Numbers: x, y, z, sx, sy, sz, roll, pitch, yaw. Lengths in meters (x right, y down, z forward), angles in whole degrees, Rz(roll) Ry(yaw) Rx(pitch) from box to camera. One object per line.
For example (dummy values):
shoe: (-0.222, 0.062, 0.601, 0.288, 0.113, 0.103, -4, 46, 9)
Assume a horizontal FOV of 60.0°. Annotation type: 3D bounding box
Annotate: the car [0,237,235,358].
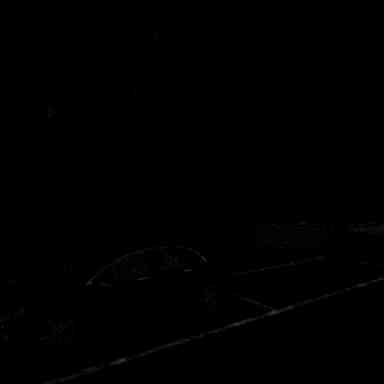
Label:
car: (-1.193, 1.549, 5.915, 4.403, 1.369, 2.008, 0, 0, -35)
